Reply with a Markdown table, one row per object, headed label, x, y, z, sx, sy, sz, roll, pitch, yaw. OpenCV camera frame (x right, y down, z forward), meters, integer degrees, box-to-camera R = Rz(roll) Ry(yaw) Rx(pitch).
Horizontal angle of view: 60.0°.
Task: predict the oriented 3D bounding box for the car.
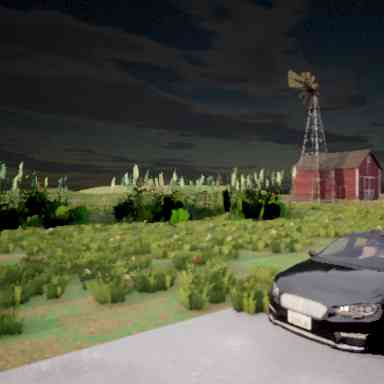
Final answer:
| label | x | y | z | sx | sy | sz | roll | pitch | yaw |
| --- | --- | --- | --- | --- | --- | --- | --- | --- | --- |
| car | 3.454 | 1.496 | 6.041 | 4.902 | 1.511 | 2.128 | 0 | 0 | -36 |
